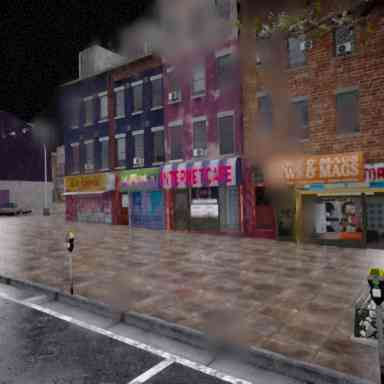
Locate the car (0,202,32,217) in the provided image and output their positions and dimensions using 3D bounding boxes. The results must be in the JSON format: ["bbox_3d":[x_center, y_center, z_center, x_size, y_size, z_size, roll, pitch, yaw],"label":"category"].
[{"bbox_3d":[-17.552,1.621,30.215,2.033,1.411,5.357,-2,-1,39],"label":"car"}]
